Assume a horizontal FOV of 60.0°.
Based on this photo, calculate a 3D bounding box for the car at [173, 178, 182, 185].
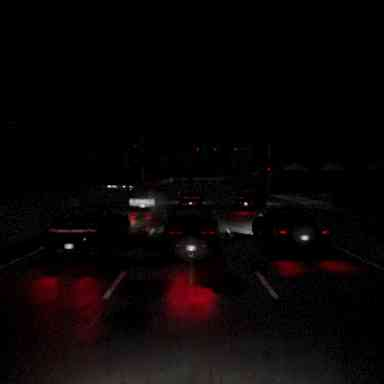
[{"bbox_3d":[-3.974,-2.692,86.816,2.033,1.411,5.357,0,3,0],"label":"car"}]

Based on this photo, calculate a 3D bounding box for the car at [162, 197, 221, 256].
[{"bbox_3d":[-0.011,1.233,12.028,1.837,1.490,4.892,0,3,0],"label":"car"}]

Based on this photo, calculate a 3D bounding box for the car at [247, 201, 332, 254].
[{"bbox_3d":[3.491,1.279,12.265,1.994,1.385,4.181,0,3,0],"label":"car"}]

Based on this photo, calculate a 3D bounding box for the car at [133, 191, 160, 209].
[{"bbox_3d":[-3.594,0.588,26.219,1.895,1.301,4.718,0,3,0],"label":"car"}]

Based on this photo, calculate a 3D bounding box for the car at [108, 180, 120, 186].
[{"bbox_3d":[-17.914,-2.098,76.080,1.994,1.385,4.181,0,3,0],"label":"car"}]

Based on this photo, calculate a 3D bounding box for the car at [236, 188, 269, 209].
[{"bbox_3d":[4.836,0.475,26.561,1.837,1.490,4.892,0,3,22],"label":"car"}]

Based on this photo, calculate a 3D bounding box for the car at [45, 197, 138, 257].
[{"bbox_3d":[-3.512,1.222,11.925,2.128,1.511,4.902,0,3,0],"label":"car"}]

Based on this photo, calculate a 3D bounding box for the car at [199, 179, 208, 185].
[{"bbox_3d":[3.025,-2.758,86.851,1.882,1.535,5.008,0,3,0],"label":"car"}]

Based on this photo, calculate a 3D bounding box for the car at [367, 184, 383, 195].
[{"bbox_3d":[24.683,-0.350,41.868,4.902,1.511,2.128,0,3,2],"label":"car"}]

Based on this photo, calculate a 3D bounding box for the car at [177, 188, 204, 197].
[{"bbox_3d":[-0.092,0.459,26.867,1.837,1.490,4.892,0,3,0],"label":"car"}]

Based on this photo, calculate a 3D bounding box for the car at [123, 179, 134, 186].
[{"bbox_3d":[-14.414,-2.152,76.097,1.837,1.490,4.892,0,3,0],"label":"car"}]

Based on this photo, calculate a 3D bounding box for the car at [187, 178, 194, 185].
[{"bbox_3d":[-0.474,-2.693,86.835,2.033,1.411,5.357,0,3,0],"label":"car"}]
